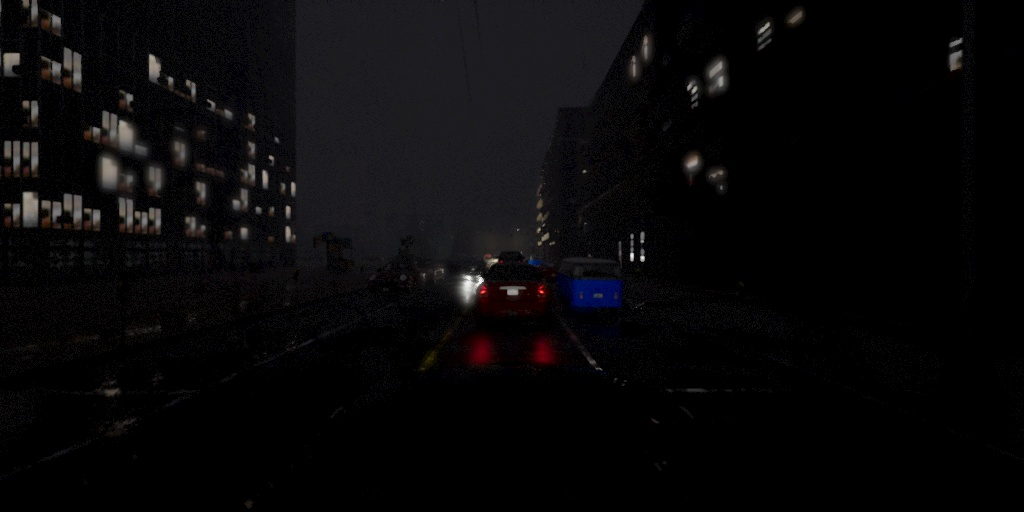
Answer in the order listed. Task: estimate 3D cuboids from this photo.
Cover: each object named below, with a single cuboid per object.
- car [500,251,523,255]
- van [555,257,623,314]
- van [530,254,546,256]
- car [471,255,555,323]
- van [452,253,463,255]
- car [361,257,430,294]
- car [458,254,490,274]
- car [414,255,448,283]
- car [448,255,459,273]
[{"bbox_3d":[-0.108,0.615,29.788,2.150,2.045,5.566,0,1,0],"label":"car"},{"bbox_3d":[2.614,0.951,12.787,1.690,1.789,3.998,0,0,0],"label":"van"},{"bbox_3d":[2.450,0.659,35.370,1.690,1.789,3.998,0,0,0],"label":"van"},{"bbox_3d":[0.015,0.976,11.767,2.097,1.767,4.553,0,1,0],"label":"car"},{"bbox_3d":[-5.939,0.588,40.922,1.690,1.789,3.998,0,0,0],"label":"van"},{"bbox_3d":[-5.781,0.984,18.340,1.967,1.591,4.097,0,0,0],"label":"car"},{"bbox_3d":[-3.324,0.844,32.980,2.128,1.511,4.902,0,1,0],"label":"car"},{"bbox_3d":[-5.816,0.911,23.986,1.967,1.591,4.097,0,0,0],"label":"car"},{"bbox_3d":[-5.898,0.868,35.276,1.888,1.381,4.507,0,0,0],"label":"car"}]
